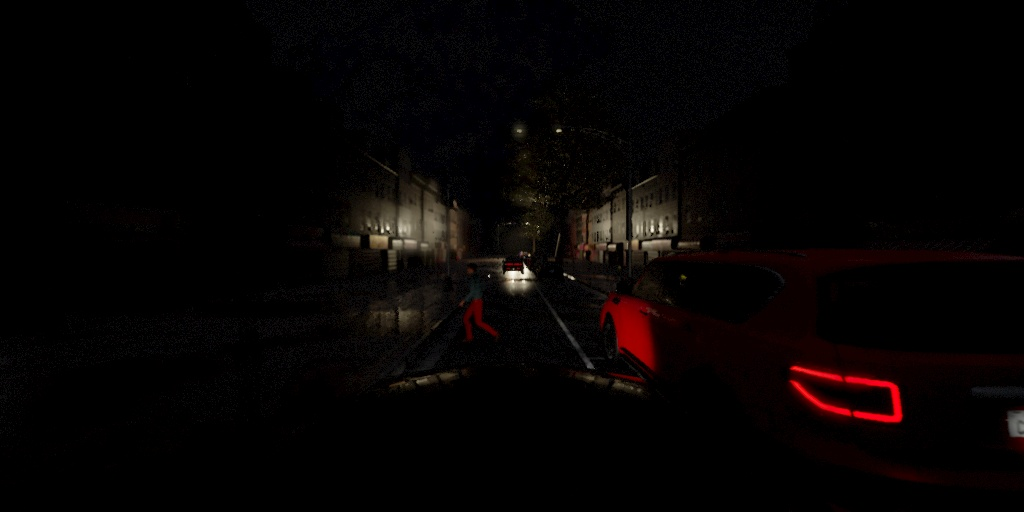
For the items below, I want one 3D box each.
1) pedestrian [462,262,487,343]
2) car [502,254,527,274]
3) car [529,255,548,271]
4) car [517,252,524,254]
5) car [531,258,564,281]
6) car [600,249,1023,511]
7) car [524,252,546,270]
[{"bbox_3d":[-0.810,0.973,7.822,0.375,1.860,0.375,0,1,0],"label":"pedestrian"},{"bbox_3d":[0.141,0.834,33.378,1.837,1.490,4.892,0,1,0],"label":"car"},{"bbox_3d":[2.690,0.879,31.769,1.751,1.417,4.829,0,0,0],"label":"car"},{"bbox_3d":[0.166,0.601,48.085,2.128,1.511,4.902,0,1,0],"label":"car"},{"bbox_3d":[2.679,1.001,26.054,1.948,1.339,4.313,0,0,0],"label":"car"},{"bbox_3d":[2.752,0.942,4.565,2.150,2.045,5.566,0,1,0],"label":"car"},{"bbox_3d":[2.699,0.587,37.145,2.192,1.841,5.009,0,0,0],"label":"car"}]
